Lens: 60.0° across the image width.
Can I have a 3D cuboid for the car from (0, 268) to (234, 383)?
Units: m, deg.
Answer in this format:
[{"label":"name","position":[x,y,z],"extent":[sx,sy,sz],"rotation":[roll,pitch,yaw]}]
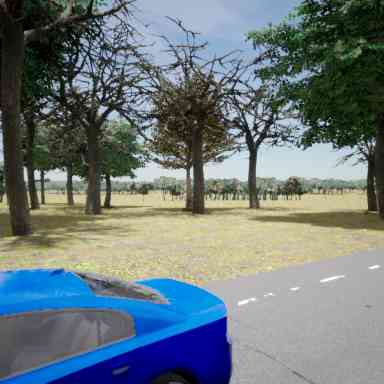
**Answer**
[{"label":"car","position":[-1.915,1.478,2.611],"extent":[5.008,1.535,1.882],"rotation":[0,0,-36]}]
